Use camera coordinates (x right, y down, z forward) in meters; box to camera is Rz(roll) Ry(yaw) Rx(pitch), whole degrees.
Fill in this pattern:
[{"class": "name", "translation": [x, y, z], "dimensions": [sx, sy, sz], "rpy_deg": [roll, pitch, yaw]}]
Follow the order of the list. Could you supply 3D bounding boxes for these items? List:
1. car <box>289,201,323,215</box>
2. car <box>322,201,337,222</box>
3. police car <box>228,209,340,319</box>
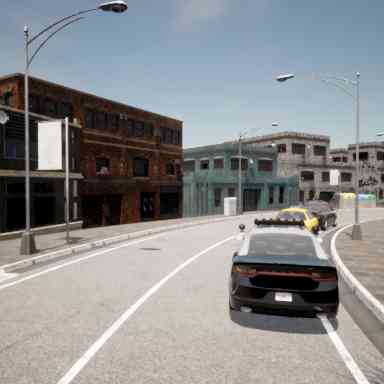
[{"class": "car", "translation": [5.186, 1.471, 16.548], "dimensions": [1.801, 1.575, 5.366], "rpy_deg": [1, 0, 26]}, {"class": "car", "translation": [7.923, 1.536, 21.222], "dimensions": [1.837, 1.490, 4.892], "rpy_deg": [1, 0, 34]}, {"class": "police car", "translation": [2.003, 1.428, 7.694], "dimensions": [1.930, 1.638, 5.238], "rpy_deg": [0, 0, 13]}]
